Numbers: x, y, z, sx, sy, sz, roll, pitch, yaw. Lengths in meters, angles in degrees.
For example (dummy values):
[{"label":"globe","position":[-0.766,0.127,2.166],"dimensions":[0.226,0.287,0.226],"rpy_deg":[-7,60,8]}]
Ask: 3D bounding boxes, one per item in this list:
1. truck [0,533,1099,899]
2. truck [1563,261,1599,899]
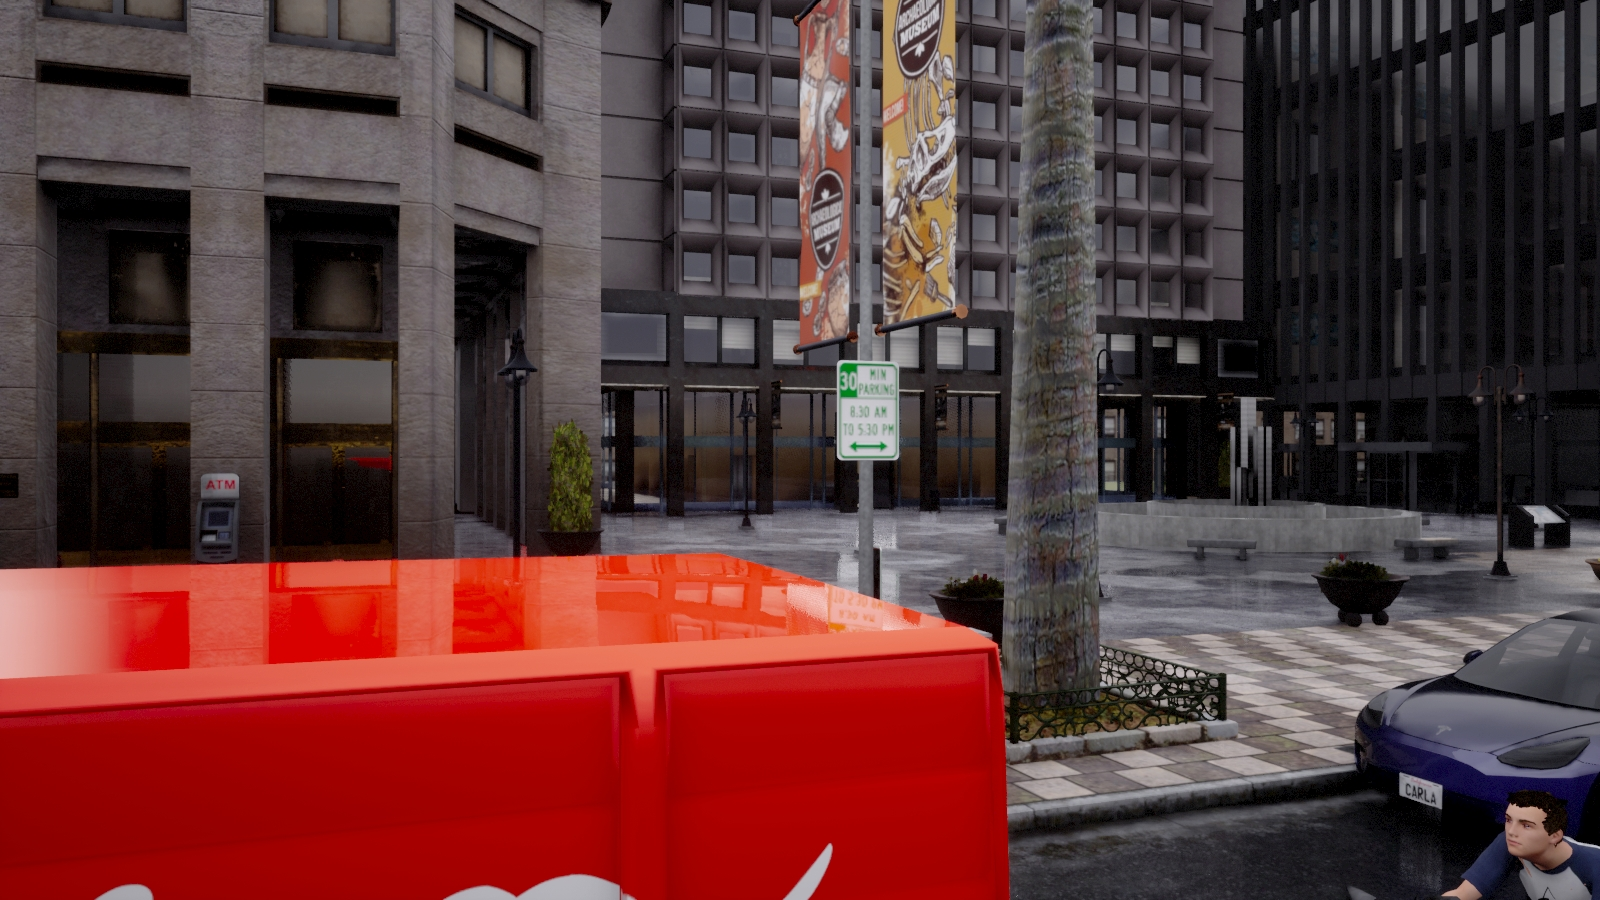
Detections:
[{"label":"truck","position":[-2.337,1.568,2.464],"dimensions":[5.204,2.467,2.627],"rpy_deg":[0,0,-20]},{"label":"truck","position":[8.736,0.895,6.469],"dimensions":[8.468,3.827,2.891],"rpy_deg":[0,0,-20]}]
